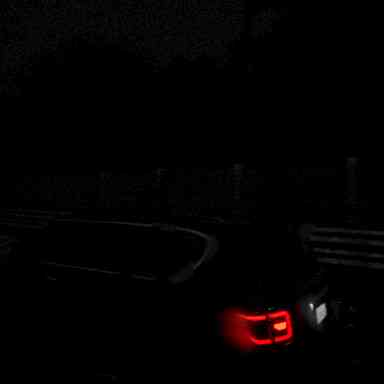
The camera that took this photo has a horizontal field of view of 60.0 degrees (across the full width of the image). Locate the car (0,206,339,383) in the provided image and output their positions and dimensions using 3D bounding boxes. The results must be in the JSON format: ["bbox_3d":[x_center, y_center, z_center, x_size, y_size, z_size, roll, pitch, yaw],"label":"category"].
[{"bbox_3d":[-0.957,1.229,4.696,5.566,2.045,2.150,0,0,36],"label":"car"}]
